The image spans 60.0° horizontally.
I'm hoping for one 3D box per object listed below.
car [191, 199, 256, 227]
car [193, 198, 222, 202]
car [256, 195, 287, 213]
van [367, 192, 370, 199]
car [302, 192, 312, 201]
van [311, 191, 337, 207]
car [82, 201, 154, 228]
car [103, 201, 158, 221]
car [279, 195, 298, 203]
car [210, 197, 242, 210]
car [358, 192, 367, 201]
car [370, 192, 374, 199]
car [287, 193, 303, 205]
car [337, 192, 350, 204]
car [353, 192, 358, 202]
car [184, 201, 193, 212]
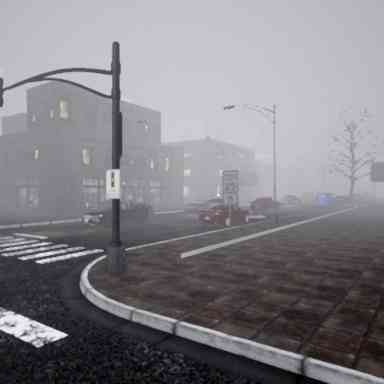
[{"bbox_3d":[2.175,1.398,21.436,1.887,1.381,4.507,0,1,35],"label":"car"},{"bbox_3d":[2.369,1.326,31.917,1.812,1.442,4.674,0,0,35],"label":"car"},{"bbox_3d":[7.685,1.243,34.018,1.882,1.535,5.008,0,0,34],"label":"car"},{"bbox_3d":[36.020,0.800,70.489,1.690,1.788,3.998,0,1,35],"label":"van"},{"bbox_3d":[22.846,0.854,66.151,2.192,1.841,5.009,0,1,35],"label":"car"},{"bbox_3d":[17.191,1.016,43.198,1.690,1.788,3.998,0,1,35],"label":"van"},{"bbox_3d":[-4.801,1.377,21.531,2.128,1.511,4.902,0,0,35],"label":"car"},{"bbox_3d":[-4.723,1.444,26.195,1.802,1.307,4.206,0,1,35],"label":"car"},{"bbox_3d":[16.569,1.193,57.056,1.802,1.307,4.206,0,1,35],"label":"car"},{"bbox_3d":[4.016,1.324,38.862,1.947,1.339,4.313,0,1,35],"label":"car"},{"bbox_3d":[32.882,0.934,65.942,1.967,1.590,4.097,0,1,35],"label":"car"},{"bbox_3d":[39.158,0.968,75.040,1.887,1.381,4.507,0,1,35],"label":"car"},{"bbox_3d":[14.541,1.185,49.395,1.812,1.442,4.674,0,0,35],"label":"car"},{"bbox_3d":[23.467,1.168,52.297,1.947,1.339,4.313,0,1,35],"label":"car"},{"bbox_3d":[26.605,1.111,56.846,1.887,1.381,4.507,0,1,35],"label":"car"},{"bbox_3d":[0.878,1.346,34.314,2.008,1.369,4.403,0,1,35],"label":"car"}]
